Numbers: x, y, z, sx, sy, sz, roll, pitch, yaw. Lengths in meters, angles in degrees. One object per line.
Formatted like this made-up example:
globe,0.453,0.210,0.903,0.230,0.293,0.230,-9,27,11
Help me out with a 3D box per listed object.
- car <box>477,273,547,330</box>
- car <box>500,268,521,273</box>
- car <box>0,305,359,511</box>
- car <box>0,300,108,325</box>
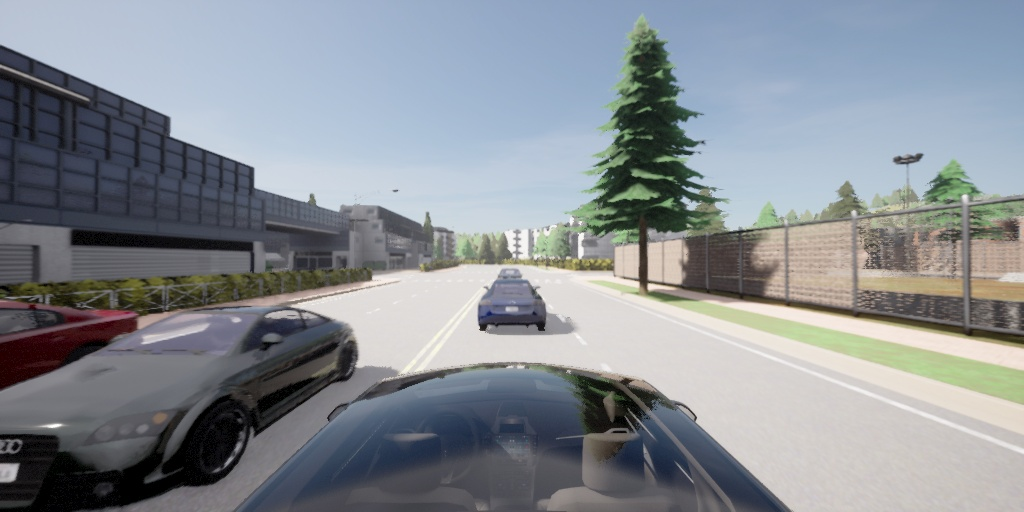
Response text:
car,-0.008,1.414,11.597,1.994,1.385,4.181,0,-1,0
car,-0.130,1.538,25.354,2.033,1.411,5.357,0,-1,0
car,-3.613,1.350,4.499,1.994,1.385,4.181,0,-1,0
car,-7.107,1.265,3.854,1.882,1.535,5.008,0,-1,-1
